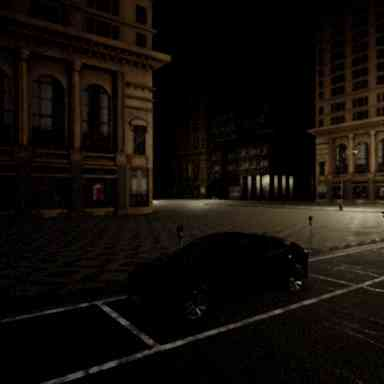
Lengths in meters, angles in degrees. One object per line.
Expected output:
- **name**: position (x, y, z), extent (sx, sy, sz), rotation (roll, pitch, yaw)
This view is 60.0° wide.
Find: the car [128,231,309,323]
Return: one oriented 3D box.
- **car**: position (0.760, 1.575, 7.213), extent (4.313, 1.339, 1.947), rotation (0, 0, -36)
